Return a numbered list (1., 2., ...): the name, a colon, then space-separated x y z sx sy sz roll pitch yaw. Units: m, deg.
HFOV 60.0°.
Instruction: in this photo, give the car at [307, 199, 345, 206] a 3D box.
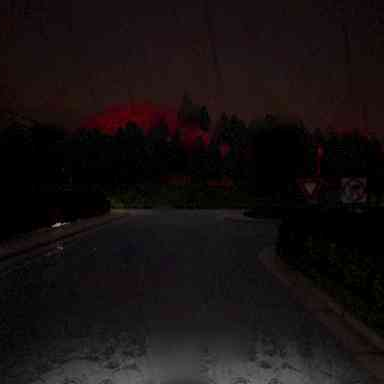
1. car: 16.312 1.629 40.372 4.674 1.442 1.812 0 0 1
